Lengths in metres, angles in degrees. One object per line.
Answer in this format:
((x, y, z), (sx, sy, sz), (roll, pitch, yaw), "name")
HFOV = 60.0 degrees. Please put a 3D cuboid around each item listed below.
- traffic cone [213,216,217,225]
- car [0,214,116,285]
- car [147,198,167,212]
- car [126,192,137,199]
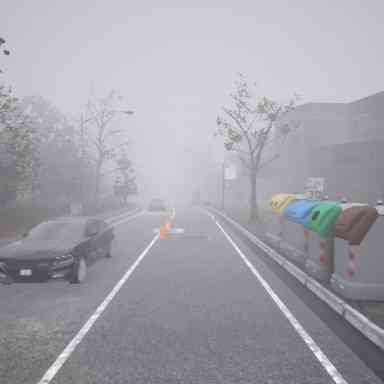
((1.505, 1.913, 22.069), (0.340, 0.580, 0.340), (0, 0, 6), "traffic cone")
((-3.589, 1.459, 9.682), (1.882, 1.535, 5.008), (0, 0, 0), "car")
((-3.913, 1.447, 37.486), (1.837, 1.490, 4.892), (0, 0, -4), "car")
((-15.908, 1.124, 86.766), (2.150, 2.045, 5.566), (-3, 1, -24), "car")
